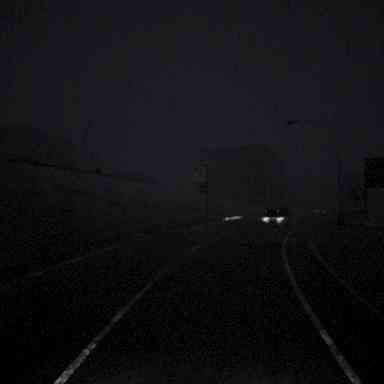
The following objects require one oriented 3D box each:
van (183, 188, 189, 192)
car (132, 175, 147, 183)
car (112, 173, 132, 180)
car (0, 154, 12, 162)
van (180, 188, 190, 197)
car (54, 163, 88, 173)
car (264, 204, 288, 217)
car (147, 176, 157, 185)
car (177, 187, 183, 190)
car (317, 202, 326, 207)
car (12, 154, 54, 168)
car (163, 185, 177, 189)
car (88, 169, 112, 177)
[{"bbox_3d":[-2.934,-0.236,83.857,1.878,1.987,4.442,0,-4,13],"label":"van"},{"bbox_3d":[-10.124,-2.000,56.996,2.185,1.767,4.553,-1,-3,18],"label":"car"},{"bbox_3d":[-11.905,-2.179,51.650,2.231,1.521,4.892,-1,-3,20],"label":"car"},{"bbox_3d":[-20.048,-3.285,31.041,2.097,1.535,5.008,-1,-3,25],"label":"car"},{"bbox_3d":[-1.836,0.204,89.268,1.878,1.987,4.442,0,-5,12],"label":"van"},{"bbox_3d":[-15.706,-2.699,41.405,2.163,1.488,4.792,-1,-3,22],"label":"car"},{"bbox_3d":[10.093,2.129,39.679,1.882,1.535,5.008,-1,-2,28],"label":"car"},{"bbox_3d":[-8.447,-1.798,62.348,2.435,2.045,5.566,-1,-4,17],"label":"car"},{"bbox_3d":[-4.202,-0.398,78.325,2.002,1.452,4.674,0,-4,13],"label":"car"},{"bbox_3d":[29.465,3.068,75.528,1.812,1.442,4.674,-1,-2,28],"label":"car"},{"bbox_3d":[-17.855,-3.138,36.111,2.185,1.767,4.553,-1,-3,23],"label":"car"},{"bbox_3d":[-5.519,-0.791,72.955,2.002,1.452,4.674,-1,-4,15],"label":"car"},{"bbox_3d":[-13.734,-2.414,46.552,2.002,1.452,4.674,-1,-3,21],"label":"car"}]
